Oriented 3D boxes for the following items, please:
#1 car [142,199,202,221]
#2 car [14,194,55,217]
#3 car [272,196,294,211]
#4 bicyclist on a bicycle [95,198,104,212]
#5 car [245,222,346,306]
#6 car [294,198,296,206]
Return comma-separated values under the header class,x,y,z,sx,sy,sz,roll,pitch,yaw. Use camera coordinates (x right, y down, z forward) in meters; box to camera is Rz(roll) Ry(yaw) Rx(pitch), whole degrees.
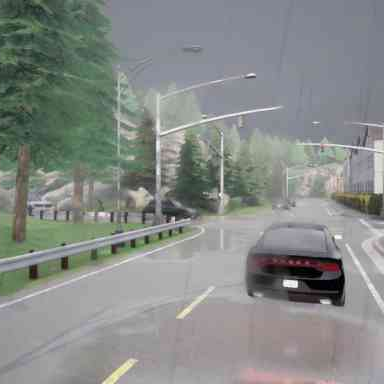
class,x,y,z,sx,sy,sz,roll,pitch,yaw
car,-1.559,1.366,25.892,4.553,1.767,2.097,0,0,22
car,-15.595,1.238,31.115,5.566,2.045,2.150,0,0,20
car,11.165,1.491,41.555,2.128,1.511,4.902,0,0,21
bicyclist on a bicycle,-10.205,1.417,36.637,0.582,1.620,1.656,-2,5,20
car,2.621,1.478,8.224,1.882,1.535,5.008,0,0,21
car,14.616,1.352,50.718,2.097,1.767,4.553,0,0,21
